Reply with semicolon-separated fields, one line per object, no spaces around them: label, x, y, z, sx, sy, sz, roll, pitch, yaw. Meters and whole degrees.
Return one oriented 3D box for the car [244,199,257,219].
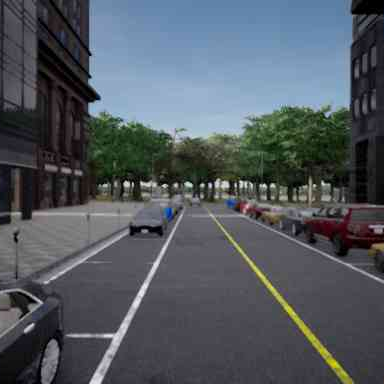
car;6.210;1.641;29.662;1.887;1.381;4.507;0;0;0

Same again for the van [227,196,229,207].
van;6.264;1.480;45.975;1.690;1.788;3.998;0;0;0

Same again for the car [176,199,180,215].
car;-2.316;1.584;29.521;1.752;1.417;4.829;0;0;0

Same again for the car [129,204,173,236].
car;-2.351;1.598;18.815;1.947;1.339;4.313;0;0;0

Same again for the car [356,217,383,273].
car;6.139;1.571;8.082;1.752;1.417;4.829;0;0;0

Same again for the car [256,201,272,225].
car;6.192;1.609;24.394;1.752;1.417;4.829;0;0;0

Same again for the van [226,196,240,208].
van;6.282;1.495;51.413;1.690;1.788;3.998;0;0;0

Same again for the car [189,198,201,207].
car;0.530;1.662;54.407;1.812;1.442;4.674;0;0;0

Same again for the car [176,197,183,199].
car;-2.280;1.612;40.396;1.752;1.417;4.829;0;0;0

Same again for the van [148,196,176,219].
van;-2.333;1.386;24.253;1.690;1.788;3.998;0;0;0

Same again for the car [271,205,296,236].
car;6.174;1.621;18.787;2.008;1.369;4.403;0;0;0

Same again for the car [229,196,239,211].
car;6.246;1.440;40.538;2.192;1.841;5.009;0;0;0

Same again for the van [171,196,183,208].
van;-2.243;1.457;51.441;1.690;1.788;3.998;0;0;0

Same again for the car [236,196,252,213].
car;6.228;1.550;35.100;1.967;1.590;4.097;0;0;0

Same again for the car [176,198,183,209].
car;-2.298;1.638;35.128;1.947;1.339;4.313;0;0;0

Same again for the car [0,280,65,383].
car;-2.405;1.546;2.503;2.008;1.369;4.403;0;0;0

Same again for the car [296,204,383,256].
car;6.157;1.372;13.350;2.192;1.841;5.009;0;0;0
